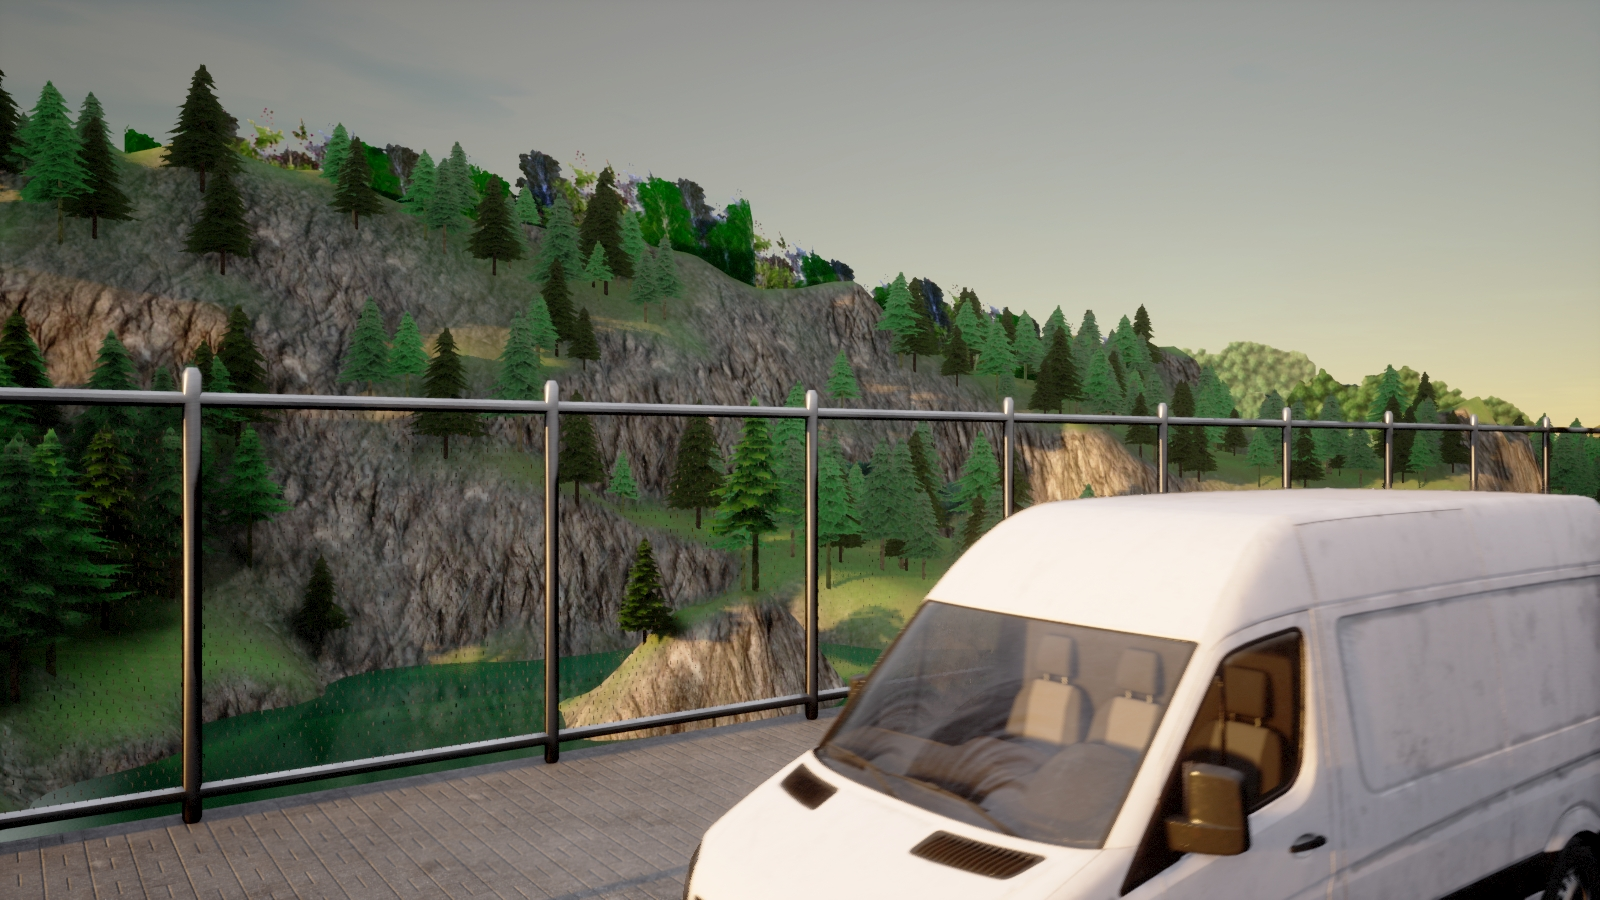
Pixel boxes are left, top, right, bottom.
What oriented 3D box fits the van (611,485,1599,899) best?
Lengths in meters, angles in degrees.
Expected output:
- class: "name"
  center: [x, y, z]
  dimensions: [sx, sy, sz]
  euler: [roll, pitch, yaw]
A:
- class: "van"
  center: [2.165, 1.532, 5.904]
  dimensions: [5.915, 2.561, 1.988]
  euler: [0, 0, -35]
